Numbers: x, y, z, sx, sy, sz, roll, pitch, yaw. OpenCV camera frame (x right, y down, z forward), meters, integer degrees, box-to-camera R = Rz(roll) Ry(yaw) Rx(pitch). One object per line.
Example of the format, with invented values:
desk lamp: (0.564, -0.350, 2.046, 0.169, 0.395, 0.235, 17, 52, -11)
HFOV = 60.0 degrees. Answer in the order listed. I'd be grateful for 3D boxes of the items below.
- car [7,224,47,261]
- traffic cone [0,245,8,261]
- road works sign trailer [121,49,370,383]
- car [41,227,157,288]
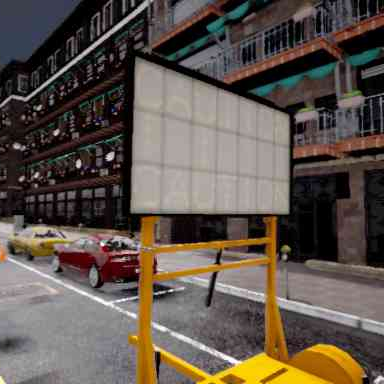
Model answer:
car: (-6.807, 2.121, 14.755, 1.752, 1.417, 4.829, 6, -5, -43)
traffic cone: (-7.707, 2.474, 13.570, 0.340, 0.580, 0.340, 4, -4, -41)
road works sign trailer: (0.178, 0.654, 3.515, 2.380, 3.560, 2.880, 4, -4, -43)
car: (-2.925, 2.016, 10.579, 1.887, 1.381, 4.507, 6, -5, -43)
